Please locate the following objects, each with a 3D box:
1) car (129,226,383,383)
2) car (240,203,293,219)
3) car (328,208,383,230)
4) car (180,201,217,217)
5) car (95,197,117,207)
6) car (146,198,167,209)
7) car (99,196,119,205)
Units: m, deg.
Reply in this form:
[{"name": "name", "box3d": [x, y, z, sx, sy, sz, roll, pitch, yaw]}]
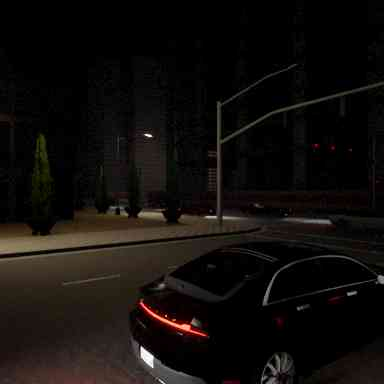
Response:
[{"name": "car", "box3d": [1.506, 1.505, 4.930, 4.892, 1.490, 1.837, 0, 0, -35]}, {"name": "car", "box3d": [6.738, 1.656, 30.394, 1.895, 1.301, 4.718, 0, 0, -39]}, {"name": "car", "box3d": [10.461, 1.625, 19.086, 1.895, 1.301, 4.718, 0, 0, -36]}, {"name": "car", "box3d": [0.619, 1.619, 32.663, 1.994, 1.385, 4.181, 0, 0, -36]}, {"name": "car", "box3d": [-13.453, 1.656, 52.136, 1.895, 1.301, 4.718, 0, 0, -36]}, {"name": "car", "box3d": [-4.632, 1.560, 45.882, 1.837, 1.490, 4.892, 0, 0, -36]}, {"name": "car", "box3d": [-15.215, 1.578, 60.647, 1.882, 1.535, 5.008, 0, 0, -36]}]
